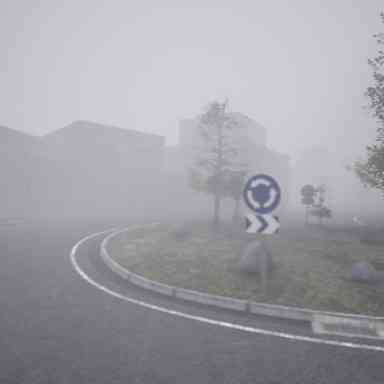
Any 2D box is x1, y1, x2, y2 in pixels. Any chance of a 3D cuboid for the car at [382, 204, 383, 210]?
[{"bbox_3d":[33.022,2.312,55.552,1.895,1.301,4.718,2,2,34],"label":"car"}]
